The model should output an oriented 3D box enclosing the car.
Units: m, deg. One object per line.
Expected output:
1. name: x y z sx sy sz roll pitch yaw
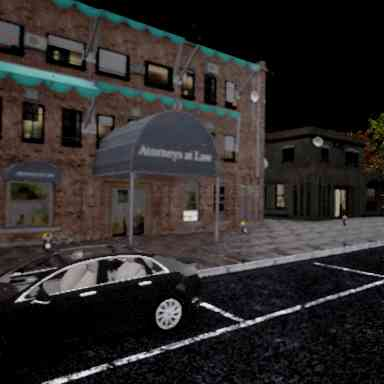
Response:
1. car: -1.845 1.565 5.234 4.403 1.369 2.008 1 0 -36
